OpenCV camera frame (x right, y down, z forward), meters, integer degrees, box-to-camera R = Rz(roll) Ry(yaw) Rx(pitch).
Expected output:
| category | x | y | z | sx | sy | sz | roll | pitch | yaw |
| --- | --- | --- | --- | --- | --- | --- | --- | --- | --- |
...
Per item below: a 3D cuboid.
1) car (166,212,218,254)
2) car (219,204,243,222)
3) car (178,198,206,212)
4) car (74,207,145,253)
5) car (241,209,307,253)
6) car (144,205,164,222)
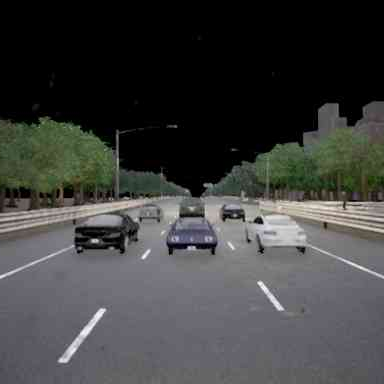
| category | x | y | z | sx | sy | sz | roll | pitch | yaw |
| --- | --- | --- | --- | --- | --- | --- | --- | --- | --- |
| car | -0.001 | 1.742 | 14.115 | 1.895 | 1.301 | 4.718 | 0 | -1 | 0 |
| car | 3.502 | 1.765 | 29.458 | 1.882 | 1.535 | 5.008 | 0 | 0 | 0 |
| car | -0.004 | 1.501 | 29.015 | 2.150 | 2.045 | 5.566 | 0 | 0 | 0 |
| car | -3.496 | 1.623 | 14.478 | 1.882 | 1.535 | 5.008 | 0 | 0 | 0 |
| car | 3.504 | 1.670 | 14.388 | 1.812 | 1.442 | 4.674 | 0 | 0 | 0 |
| car | -3.504 | 1.831 | 28.991 | 2.033 | 1.411 | 5.357 | 0 | 0 | 0 |
